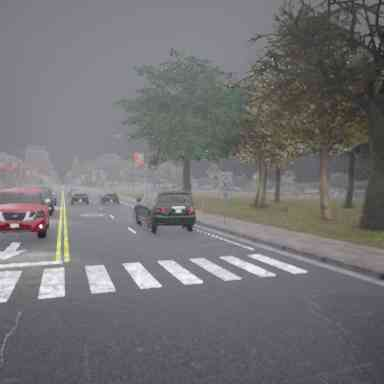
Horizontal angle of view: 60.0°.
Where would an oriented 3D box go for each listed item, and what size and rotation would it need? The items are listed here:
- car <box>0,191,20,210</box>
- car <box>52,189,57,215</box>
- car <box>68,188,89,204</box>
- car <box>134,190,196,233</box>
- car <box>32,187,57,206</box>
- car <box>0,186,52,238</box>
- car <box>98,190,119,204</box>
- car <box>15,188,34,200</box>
[{"bbox_3d":[-16.804,0.733,29.646,2.033,1.411,5.357,0,1,-20],"label":"car"},{"bbox_3d":[-11.516,0.604,24.944,2.150,2.045,5.566,0,1,-21],"label":"car"},{"bbox_3d":[-12.849,0.565,37.859,1.837,1.490,4.892,0,1,-21],"label":"car"},{"bbox_3d":[-1.597,0.914,17.848,2.150,2.045,5.566,0,1,-21],"label":"car"},{"bbox_3d":[-15.191,0.451,34.527,2.097,1.767,4.553,0,1,-21],"label":"car"},{"bbox_3d":[-7.792,0.870,15.276,2.150,2.045,5.566,0,1,-22],"label":"car"},{"bbox_3d":[-9.752,0.593,38.863,1.837,1.490,4.892,0,1,-21],"label":"car"},{"bbox_3d":[-22.868,0.278,45.438,1.837,1.490,4.892,0,1,-21],"label":"car"}]
